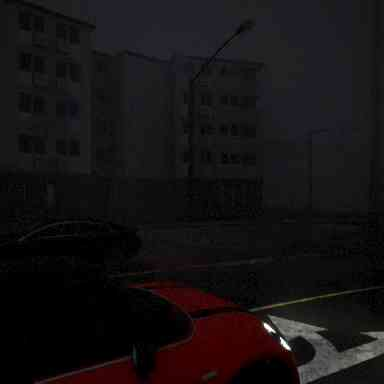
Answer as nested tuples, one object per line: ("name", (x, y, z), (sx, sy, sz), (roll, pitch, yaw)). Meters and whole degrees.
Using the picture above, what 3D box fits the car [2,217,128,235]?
("car", (-3.857, 1.491, 9.517), (4.902, 1.511, 2.128), (0, 0, -30))

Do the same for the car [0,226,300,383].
("car", (-1.211, 1.354, 2.703), (4.553, 1.767, 2.097), (0, 0, -34))
